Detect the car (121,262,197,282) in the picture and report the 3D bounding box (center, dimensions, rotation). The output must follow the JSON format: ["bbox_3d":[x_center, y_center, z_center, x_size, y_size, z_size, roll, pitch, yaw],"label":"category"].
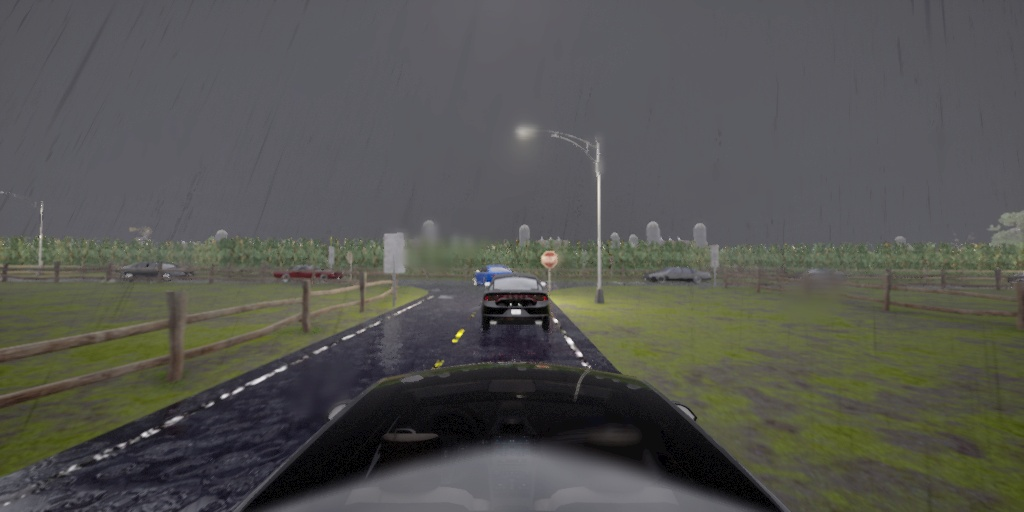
[{"bbox_3d":[-27.404,1.204,27.899,4.892,1.490,1.837,0,-1,0],"label":"car"}]

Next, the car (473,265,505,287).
[{"bbox_3d":[-1.202,1.355,23.607,1.882,1.535,5.008,1,0,-18],"label":"car"}]

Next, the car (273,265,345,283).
[{"bbox_3d":[-15.597,1.376,27.792,4.718,1.301,1.895,0,-1,2],"label":"car"}]

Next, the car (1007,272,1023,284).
[{"bbox_3d":[45.165,1.815,30.353,4.902,1.511,2.128,1,-1,1],"label":"car"}]

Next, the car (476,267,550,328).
[{"bbox_3d":[0.105,1.285,11.591,1.882,1.535,5.008,0,0,0],"label":"car"}]

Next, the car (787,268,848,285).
[{"bbox_3d":[25.890,1.722,30.526,4.181,1.385,1.994,1,-1,0],"label":"car"}]

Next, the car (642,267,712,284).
[{"bbox_3d":[14.030,1.609,30.600,5.357,1.411,2.033,0,-1,0],"label":"car"}]
